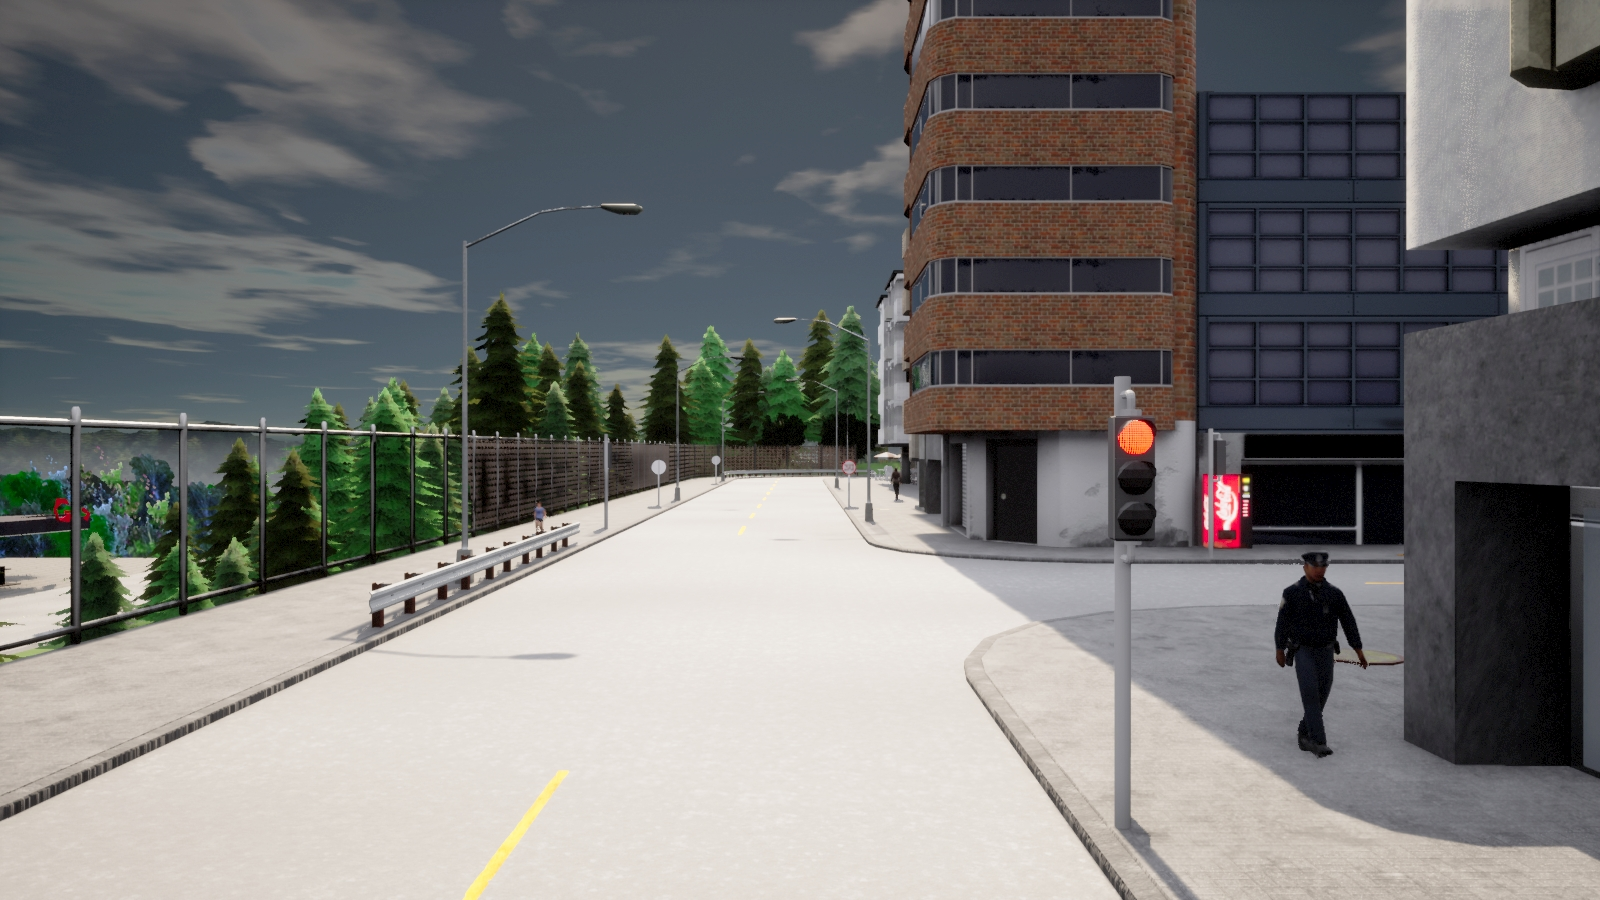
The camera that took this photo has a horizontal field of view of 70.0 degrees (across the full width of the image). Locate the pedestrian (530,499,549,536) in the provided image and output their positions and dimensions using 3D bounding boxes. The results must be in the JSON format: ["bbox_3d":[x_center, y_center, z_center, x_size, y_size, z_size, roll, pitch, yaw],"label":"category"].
[{"bbox_3d":[-8.166,2.111,35.797,0.500,1.100,0.500,0,0,0],"label":"pedestrian"}]

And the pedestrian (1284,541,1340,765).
[{"bbox_3d":[4.444,1.742,9.926,0.375,1.860,0.375,0,0,12],"label":"pedestrian"}]

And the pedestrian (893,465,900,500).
[{"bbox_3d":[5.077,1.720,60.223,0.375,1.860,0.375,0,0,3],"label":"pedestrian"}]
